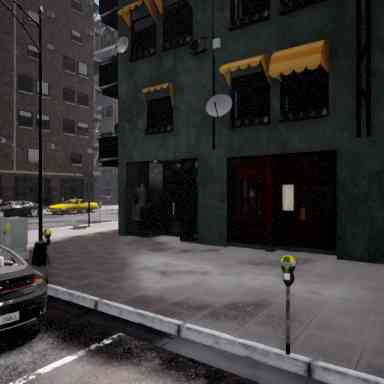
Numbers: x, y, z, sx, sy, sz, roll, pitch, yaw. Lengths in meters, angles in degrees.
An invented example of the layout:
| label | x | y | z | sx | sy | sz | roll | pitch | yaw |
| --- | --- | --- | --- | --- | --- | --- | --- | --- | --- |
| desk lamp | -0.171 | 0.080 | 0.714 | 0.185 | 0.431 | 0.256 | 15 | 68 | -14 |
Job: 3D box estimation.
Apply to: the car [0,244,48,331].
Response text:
| label | x | y | z | sx | sy | sz | roll | pitch | yaw |
| --- | --- | --- | --- | --- | --- | --- | --- | --- | --- |
| car | -4.355 | 1.551 | 5.976 | 4.403 | 1.369 | 2.008 | 0 | 0 | 35 |

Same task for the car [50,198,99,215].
| label | x | y | z | sx | sy | sz | roll | pitch | yaw |
| --- | --- | --- | --- | --- | --- | --- | --- | --- | --- |
| car | -10.840 | 1.249 | 30.408 | 1.752 | 1.417 | 4.829 | 1 | 1 | 35 |

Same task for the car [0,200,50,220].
| label | x | y | z | sx | sy | sz | roll | pitch | yaw |
| --- | --- | --- | --- | --- | --- | --- | --- | --- | --- |
| car | -13.928 | 1.350 | 25.982 | 2.008 | 1.369 | 4.403 | 1 | 1 | 35 |
